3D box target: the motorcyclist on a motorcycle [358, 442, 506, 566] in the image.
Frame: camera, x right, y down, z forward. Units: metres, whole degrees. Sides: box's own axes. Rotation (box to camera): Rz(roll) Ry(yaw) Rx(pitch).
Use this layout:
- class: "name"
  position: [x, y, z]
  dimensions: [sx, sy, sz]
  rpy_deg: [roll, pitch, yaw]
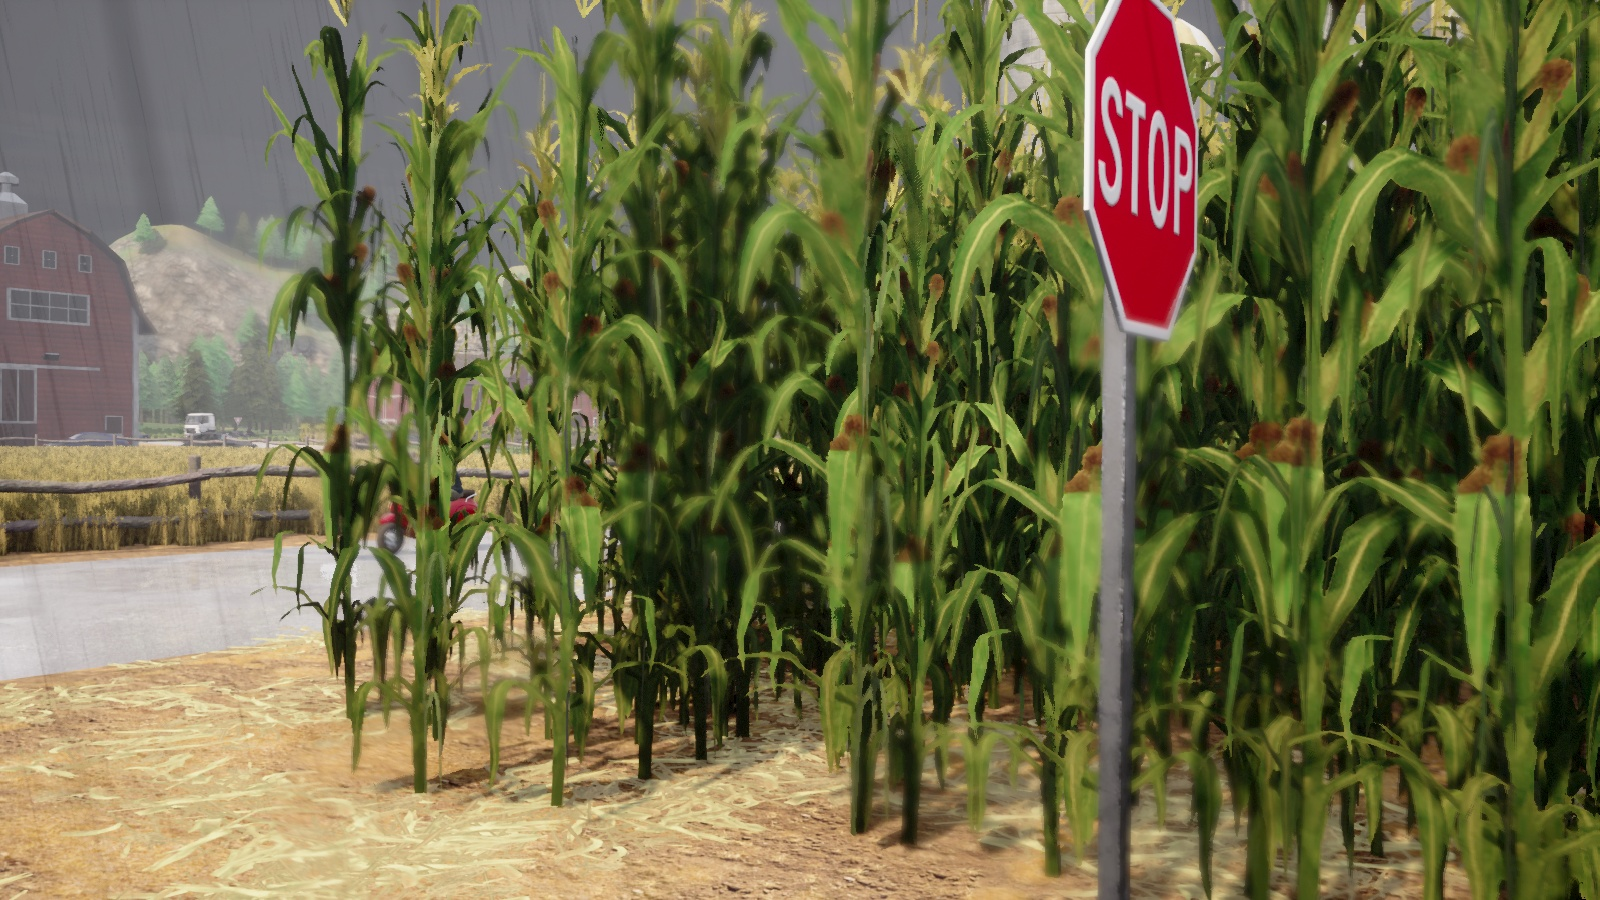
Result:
- class: "motorcyclist on a motorcycle"
  position: [-5.014, 0.695, 17.219]
  dimensions: [0.866, 1.590, 1.817]
  rpy_deg: [0, 1, 33]

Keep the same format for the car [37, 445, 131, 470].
- class: "car"
  position: [-43.494, 0.428, 76.372]
  dimensions: [4.674, 1.442, 1.812]
  rpy_deg: [-1, 1, -43]

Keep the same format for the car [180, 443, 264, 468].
- class: "car"
  position: [-34.940, 0.333, 75.968]
  dimensions: [4.193, 1.474, 1.816]
  rpy_deg: [-1, 1, -4]
